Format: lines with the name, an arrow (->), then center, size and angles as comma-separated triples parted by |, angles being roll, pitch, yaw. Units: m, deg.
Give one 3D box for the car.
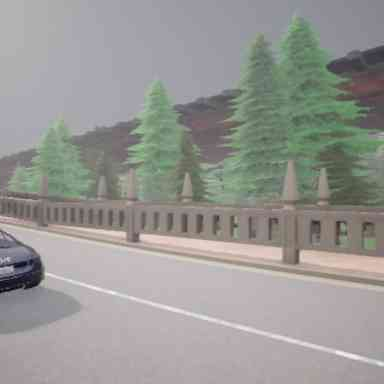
car -> -5.288, 1.439, 7.660 | 4.181, 1.385, 1.994 | 2, 1, 35
